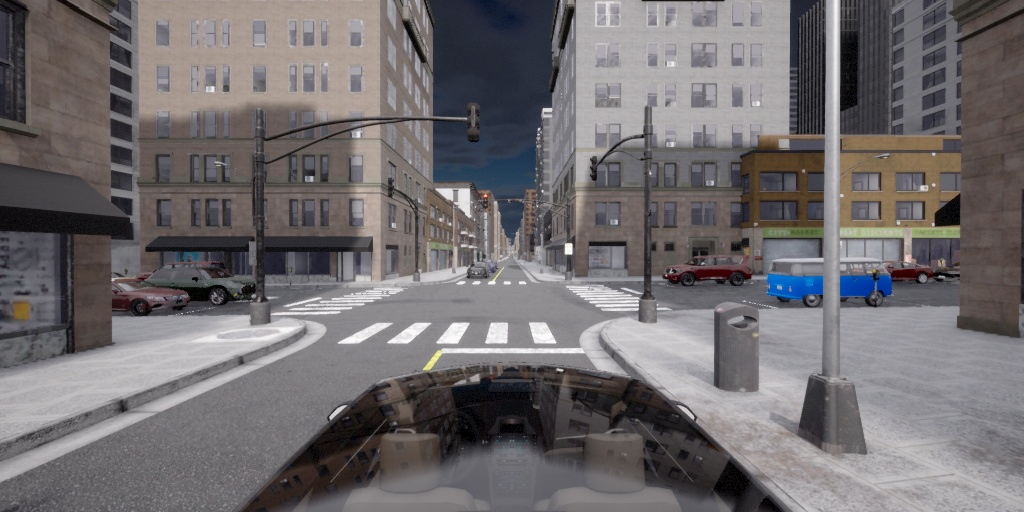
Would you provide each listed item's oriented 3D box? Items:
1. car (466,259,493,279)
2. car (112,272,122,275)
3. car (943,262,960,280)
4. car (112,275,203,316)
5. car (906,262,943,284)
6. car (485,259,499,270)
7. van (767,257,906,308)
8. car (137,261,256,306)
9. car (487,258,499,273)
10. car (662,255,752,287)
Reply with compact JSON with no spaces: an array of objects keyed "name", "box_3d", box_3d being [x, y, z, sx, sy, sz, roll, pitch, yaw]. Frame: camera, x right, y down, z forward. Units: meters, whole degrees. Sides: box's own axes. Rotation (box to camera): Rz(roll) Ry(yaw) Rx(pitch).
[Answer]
[{"name":"car","box_3d":[-3.083,1.260,33.387,1.837,1.490,4.892,0,0,0]},{"name":"car","box_3d":[-26.012,1.551,22.210,4.829,1.417,1.751,0,0,0]},{"name":"car","box_3d":[28.930,0.916,22.327,4.313,1.339,1.948,0,0,0]},{"name":"car","box_3d":[-14.814,1.528,13.708,4.207,1.307,1.802,0,0,0]},{"name":"car","box_3d":[23.321,0.964,22.315,4.507,1.381,1.888,0,0,0]},{"name":"car","box_3d":[-3.065,1.285,54.923,1.837,1.490,4.892,0,0,0]},{"name":"van","box_3d":[12.122,0.957,13.766,3.998,1.789,1.690,0,0,0]},{"name":"car","box_3d":[-14.005,1.269,16.351,4.553,1.767,2.097,-1,0,0]},{"name":"car","box_3d":[-3.074,1.116,43.545,2.097,1.767,4.553,0,0,0]},{"name":"car","box_3d":[12.103,0.872,22.291,5.009,1.841,2.192,0,0,0]}]
